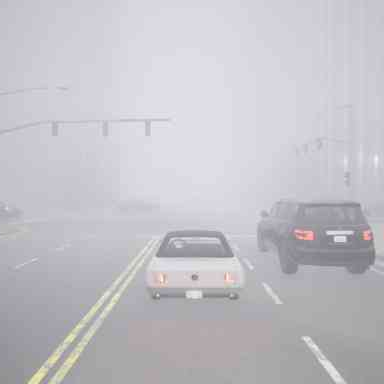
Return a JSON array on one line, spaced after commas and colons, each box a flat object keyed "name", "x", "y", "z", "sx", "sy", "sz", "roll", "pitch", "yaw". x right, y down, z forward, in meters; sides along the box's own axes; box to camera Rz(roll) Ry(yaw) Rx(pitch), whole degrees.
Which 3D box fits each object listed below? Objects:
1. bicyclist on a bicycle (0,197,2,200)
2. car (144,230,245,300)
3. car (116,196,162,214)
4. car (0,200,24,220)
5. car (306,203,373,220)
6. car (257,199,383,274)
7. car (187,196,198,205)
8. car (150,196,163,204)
[{"name": "bicyclist on a bicycle", "x": -26.356, "y": 1.301, "z": 45.380, "sx": 0.582, "sy": 1.620, "sz": 1.656, "roll": 0, "pitch": 0, "yaw": 0}, {"name": "car", "x": 0.072, "y": 1.601, "z": 8.346, "sx": 1.895, "sy": 1.301, "sz": 4.718, "roll": 0, "pitch": 0, "yaw": 1}, {"name": "car", "x": -5.577, "y": 1.491, "z": 34.939, "sx": 4.902, "sy": 1.511, "sz": 2.128, "roll": 0, "pitch": 0, "yaw": -40}, {"name": "car", "x": -16.295, "y": 1.351, "z": 27.284, "sx": 4.553, "sy": 1.767, "sz": 2.097, "roll": 0, "pitch": 0, "yaw": 4}, {"name": "car", "x": 12.234, "y": 1.601, "z": 27.732, "sx": 4.718, "sy": 1.301, "sz": 1.895, "roll": 0, "pitch": 0, "yaw": 0}, {"name": "car", "x": 3.589, "y": 1.222, "z": 10.699, "sx": 2.150, "sy": 2.045, "sz": 5.566, "roll": 0, "pitch": 0, "yaw": 0}, {"name": "car", "x": 0.145, "y": 1.491, "z": 58.135, "sx": 2.128, "sy": 1.511, "sz": 4.902, "roll": 0, "pitch": 0, "yaw": 1}, {"name": "car", "x": -6.936, "y": 1.547, "z": 65.737, "sx": 2.033, "sy": 1.411, "sz": 5.357, "roll": 0, "pitch": 0, "yaw": 1}]
